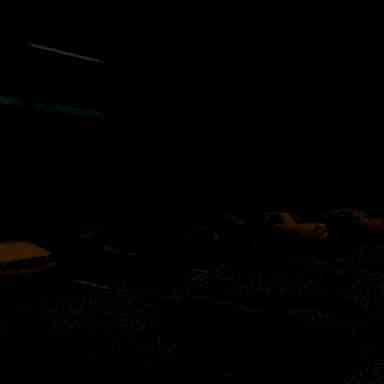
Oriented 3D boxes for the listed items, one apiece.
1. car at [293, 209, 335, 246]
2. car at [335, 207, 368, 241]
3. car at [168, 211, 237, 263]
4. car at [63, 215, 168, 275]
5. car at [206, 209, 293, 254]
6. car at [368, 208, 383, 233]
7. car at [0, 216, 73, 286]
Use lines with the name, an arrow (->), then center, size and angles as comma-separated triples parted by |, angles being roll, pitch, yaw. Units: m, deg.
car -> 3.614, 1.594, 15.873 | 5.366, 1.575, 1.946 | -1, -1, 35
car -> 6.185, 1.622, 17.492 | 5.008, 1.535, 2.097 | -1, -1, 34
car -> -1.078, 1.571, 12.356 | 4.792, 1.488, 2.163 | -1, -1, 35
car -> -3.469, 1.516, 10.629 | 4.892, 1.521, 2.231 | -1, -1, 35
car -> 1.355, 1.568, 14.053 | 5.008, 1.535, 2.097 | -1, -1, 35
car -> 8.436, 1.648, 19.302 | 5.366, 1.575, 1.946 | -1, -1, 35
car -> -5.718, 1.483, 8.818 | 5.366, 1.575, 1.946 | -1, -1, 35
